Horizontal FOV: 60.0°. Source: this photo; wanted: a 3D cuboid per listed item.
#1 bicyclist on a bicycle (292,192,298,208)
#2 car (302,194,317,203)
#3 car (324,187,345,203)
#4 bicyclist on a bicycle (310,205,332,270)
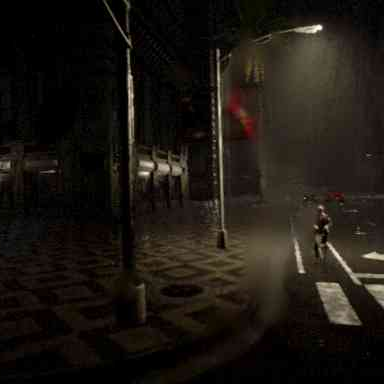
[{"bbox_3d":[11.281,0.879,36.446,0.659,1.776,1.843,-1,0,15],"label":"bicyclist on a bicycle"},{"bbox_3d":[16.522,0.879,46.888,1.895,1.301,4.718,-2,0,16],"label":"car"},{"bbox_3d":[19.639,0.415,46.008,2.150,2.045,5.566,-2,0,16],"label":"car"},{"bbox_3d":[3.800,1.287,9.757,0.659,1.776,1.843,-2,0,16],"label":"bicyclist on a bicycle"}]
